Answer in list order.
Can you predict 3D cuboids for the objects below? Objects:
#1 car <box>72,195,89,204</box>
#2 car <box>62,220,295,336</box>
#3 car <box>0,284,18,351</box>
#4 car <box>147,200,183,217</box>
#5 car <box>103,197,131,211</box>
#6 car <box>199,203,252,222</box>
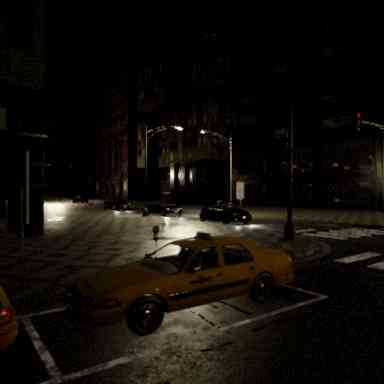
[{"bbox_3d":[-20.407,1.337,60.779,1.837,1.490,4.892,0,0,-36],"label":"car"},{"bbox_3d":[0.021,1.526,6.660,4.829,1.417,1.752,0,0,-35],"label":"car"},{"bbox_3d":[-4.540,1.525,3.408,4.829,1.417,1.752,0,0,-35],"label":"car"},{"bbox_3d":[-2.697,1.446,30.782,1.812,1.442,4.674,0,0,-35],"label":"car"},{"bbox_3d":[-9.007,1.394,39.540,1.837,1.490,4.892,0,0,-36],"label":"car"},{"bbox_3d":[2.335,1.510,23.821,1.994,1.385,4.181,0,0,-35],"label":"car"}]
